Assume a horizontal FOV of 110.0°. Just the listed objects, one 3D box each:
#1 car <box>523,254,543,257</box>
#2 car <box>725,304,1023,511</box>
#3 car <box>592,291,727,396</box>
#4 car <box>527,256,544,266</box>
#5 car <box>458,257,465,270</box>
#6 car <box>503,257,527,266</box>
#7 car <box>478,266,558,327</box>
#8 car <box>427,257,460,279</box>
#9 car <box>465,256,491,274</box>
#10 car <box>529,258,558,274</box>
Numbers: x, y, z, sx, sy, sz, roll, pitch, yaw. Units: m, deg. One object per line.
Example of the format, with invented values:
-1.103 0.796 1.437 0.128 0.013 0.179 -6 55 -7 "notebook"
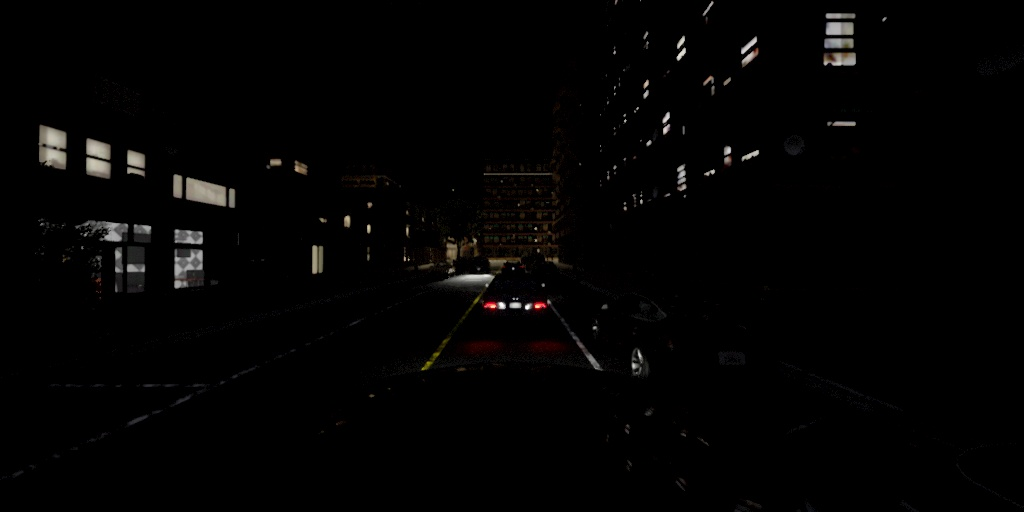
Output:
2.690 0.711 40.603 2.192 1.841 5.009 0 0 0 "car"
2.691 1.198 0.798 1.967 1.591 4.097 0 0 0 "car"
2.691 1.272 6.485 1.948 1.339 4.313 0 0 0 "car"
2.690 0.973 35.086 1.751 1.417 4.829 0 0 0 "car"
-5.658 0.837 40.543 1.967 1.591 4.097 0 0 0 "car"
0.099 1.033 32.542 1.994 1.385 4.181 0 1 0 "car"
0.094 1.211 11.096 2.033 1.411 5.357 0 1 0 "car"
-5.658 1.025 29.001 1.751 1.417 4.829 0 0 0 "car"
-3.096 0.931 35.816 2.128 1.511 4.902 0 1 0 "car"
2.690 1.049 29.230 2.007 1.370 4.403 0 0 0 "car"
